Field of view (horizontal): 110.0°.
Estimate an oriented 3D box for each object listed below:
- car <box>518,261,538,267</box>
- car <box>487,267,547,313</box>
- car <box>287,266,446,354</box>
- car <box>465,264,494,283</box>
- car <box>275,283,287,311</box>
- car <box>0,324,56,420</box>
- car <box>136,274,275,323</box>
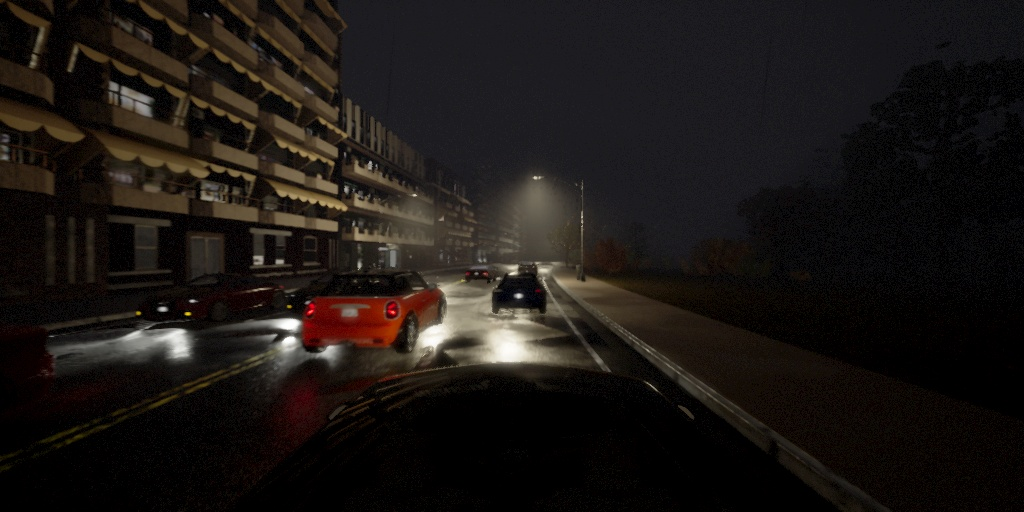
[{"bbox_3d":[1.656,1.248,36.954,2.128,1.511,4.902,0,0,5],"label":"car"},{"bbox_3d":[0.305,1.310,14.089,1.994,1.385,4.181,0,0,2],"label":"car"},{"bbox_3d":[-3.036,1.090,8.904,2.097,1.767,4.553,0,0,1],"label":"car"},{"bbox_3d":[-2.312,1.289,27.485,2.033,1.411,5.357,0,0,4],"label":"car"},{"bbox_3d":[-6.360,1.293,13.442,1.994,1.385,4.181,0,0,2],"label":"car"},{"bbox_3d":[-6.537,1.215,2.201,1.882,1.535,5.008,0,0,0],"label":"car"},{"bbox_3d":[-9.660,1.288,11.957,1.994,1.385,4.181,0,0,2],"label":"car"}]
